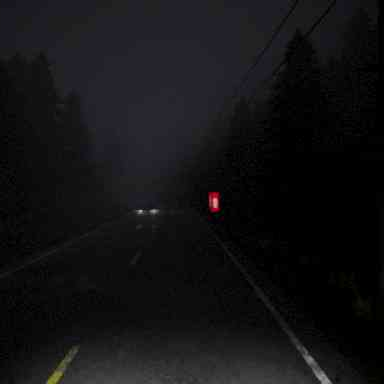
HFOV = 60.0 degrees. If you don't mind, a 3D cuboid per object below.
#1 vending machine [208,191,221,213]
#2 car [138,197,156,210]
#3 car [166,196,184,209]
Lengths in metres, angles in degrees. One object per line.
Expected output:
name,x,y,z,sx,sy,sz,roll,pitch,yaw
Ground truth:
vending machine,2.212,0.999,32.765,1.100,2.100,0.880,0,0,-4
car,-5.332,1.294,39.588,1.812,1.442,4.674,0,0,-8
car,-2.154,1.249,41.188,2.128,1.511,4.902,0,0,-9
